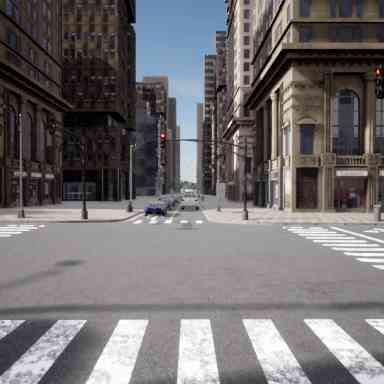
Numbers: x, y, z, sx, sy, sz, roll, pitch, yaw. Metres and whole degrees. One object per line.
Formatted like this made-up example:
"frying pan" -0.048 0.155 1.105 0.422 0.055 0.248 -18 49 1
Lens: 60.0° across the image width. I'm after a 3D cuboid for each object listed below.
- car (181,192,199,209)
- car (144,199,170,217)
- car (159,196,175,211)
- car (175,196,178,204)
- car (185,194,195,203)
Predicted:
"car" -0.285 1.211 45.106 2.150 2.045 5.566 0 0 0
"car" -3.369 1.593 31.612 1.895 1.301 4.718 0 0 -1
"car" -3.448 1.495 40.972 1.837 1.490 4.892 0 0 -1
"car" -3.516 1.514 51.122 1.812 1.442 4.674 0 0 -1
"car" -0.452 1.338 68.729 2.097 1.767 4.553 0 0 0
